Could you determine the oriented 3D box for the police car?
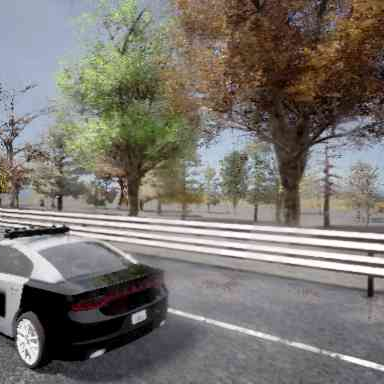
[{"bbox_3d":[-2.785,1.420,5.868,5.238,1.638,1.930,0,0,36],"label":"police car"}]
